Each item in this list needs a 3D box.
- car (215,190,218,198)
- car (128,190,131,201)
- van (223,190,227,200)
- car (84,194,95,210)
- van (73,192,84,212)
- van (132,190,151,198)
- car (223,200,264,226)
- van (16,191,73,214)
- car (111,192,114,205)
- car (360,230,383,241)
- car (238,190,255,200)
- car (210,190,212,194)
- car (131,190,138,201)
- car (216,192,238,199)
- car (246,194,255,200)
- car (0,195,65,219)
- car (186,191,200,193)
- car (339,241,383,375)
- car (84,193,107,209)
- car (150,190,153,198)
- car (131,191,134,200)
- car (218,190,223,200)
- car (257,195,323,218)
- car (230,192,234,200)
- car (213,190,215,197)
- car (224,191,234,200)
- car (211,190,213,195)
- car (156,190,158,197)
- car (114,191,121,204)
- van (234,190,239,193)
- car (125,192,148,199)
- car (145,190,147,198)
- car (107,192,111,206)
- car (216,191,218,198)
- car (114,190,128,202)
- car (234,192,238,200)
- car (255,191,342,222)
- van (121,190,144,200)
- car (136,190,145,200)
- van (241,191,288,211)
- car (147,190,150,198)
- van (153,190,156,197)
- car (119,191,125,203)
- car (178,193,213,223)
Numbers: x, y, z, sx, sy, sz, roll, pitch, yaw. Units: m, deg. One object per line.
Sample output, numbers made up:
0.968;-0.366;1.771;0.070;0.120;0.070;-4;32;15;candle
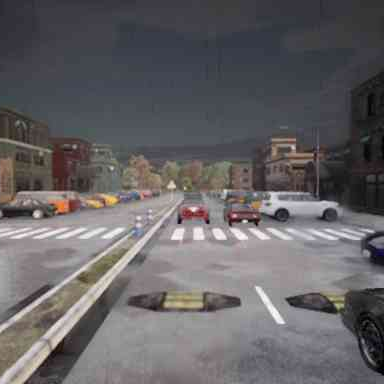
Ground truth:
7.652;0.837;67.854;4.892;1.521;2.231;0;0;0;car
-12.523;0.814;52.713;4.553;1.767;2.185;0;1;0;car
7.771;0.725;54.066;4.442;1.987;1.878;0;1;0;van
-12.577;1.176;33.261;4.674;1.452;2.002;0;1;0;car
-12.695;0.939;30.479;4.442;1.987;1.878;0;1;0;van
-12.638;0.506;83.282;4.442;1.987;1.878;0;0;0;van
3.098;1.411;21.679;1.895;1.301;4.718;0;1;0;car
-12.698;0.968;27.700;4.442;1.987;1.878;0;1;0;van
-12.597;0.923;41.597;4.553;1.767;2.185;0;1;0;car
7.613;1.428;9.949;4.792;1.488;2.163;0;1;0;car
7.677;0.931;32.008;5.566;2.045;2.435;0;1;0;car
7.656;0.751;81.639;4.892;1.521;2.231;0;0;0;car
-12.542;0.892;58.272;4.892;1.521;2.231;0;0;0;car
7.658;0.838;73.369;4.674;1.452;2.002;0;0;0;car
7.642;1.213;29.128;5.008;1.535;2.097;0;1;0;car
-12.578;1.223;24.923;4.892;1.521;2.231;0;1;0;car
0.111;0.830;40.735;2.150;2.045;5.566;0;1;0;car
3.100;1.527;2.464;2.033;1.411;5.357;0;0;0;car
-12.387;1.104;36.040;5.366;1.575;1.946;0;1;0;car
-12.522;0.785;80.378;4.674;1.452;2.002;0;0;0;car
-12.549;0.955;55.494;4.674;1.452;2.002;0;1;0;car
7.684;0.674;56.824;5.566;2.045;2.435;0;0;0;car
7.678;1.116;26.370;4.553;1.767;2.185;0;1;0;car
7.649;1.101;43.041;4.674;1.452;2.002;0;1;0;car
7.845;0.814;70.610;5.366;1.575;1.946;0;0;0;car
7.467;1.029;45.798;5.366;1.575;1.946;0;1;0;car
7.656;0.765;78.883;4.892;1.521;2.231;0;0;0;car
-12.544;0.457;88.839;5.566;2.045;2.435;0;0;0;car
-12.559;1.020;44.380;5.008;1.535;2.097;0;1;0;car
7.768;0.865;40.281;4.442;1.987;1.878;0;1;0;van
-12.524;0.776;74.945;4.892;1.521;2.231;0;0;0;car
-12.354;0.825;66.608;5.366;1.575;1.946;0;0;0;car
-12.564;1.078;38.820;5.008;1.535;2.097;0;1;0;car
7.687;0.886;65.096;4.792;1.488;2.163;0;0;0;car
-12.526;0.839;49.933;4.553;1.767;2.185;0;1;0;car
7.655;1.121;37.526;5.008;1.535;2.097;0;1;0;car
7.674;1.018;23.734;5.566;2.045;2.435;0;1;0;car
-12.420;0.583;69.386;4.442;1.987;1.878;0;0;0;van
-12.514;0.596;63.828;5.566;2.045;2.435;0;0;0;car
7.533;0.926;34.766;4.442;1.987;1.878;0;1;0;van
-12.505;0.539;72.163;5.566;2.045;2.435;0;0;0;car
-12.402;0.493;86.058;4.442;1.987;1.878;0;0;0;van
-12.566;0.993;47.156;4.892;1.521;2.231;0;1;0;car
0.106;1.147;23.301;2.097;1.767;4.553;0;1;0;car
